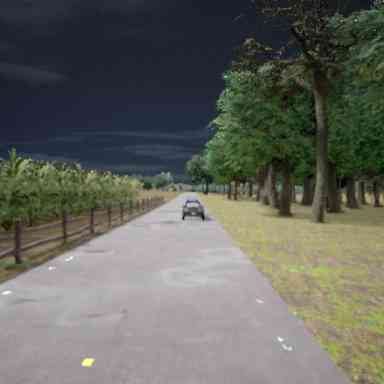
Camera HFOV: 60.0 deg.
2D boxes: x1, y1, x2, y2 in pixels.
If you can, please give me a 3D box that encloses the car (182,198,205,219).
[{"bbox_3d":[0.105,1.489,28.117,1.812,1.442,4.674,0,0,0],"label":"car"}]
